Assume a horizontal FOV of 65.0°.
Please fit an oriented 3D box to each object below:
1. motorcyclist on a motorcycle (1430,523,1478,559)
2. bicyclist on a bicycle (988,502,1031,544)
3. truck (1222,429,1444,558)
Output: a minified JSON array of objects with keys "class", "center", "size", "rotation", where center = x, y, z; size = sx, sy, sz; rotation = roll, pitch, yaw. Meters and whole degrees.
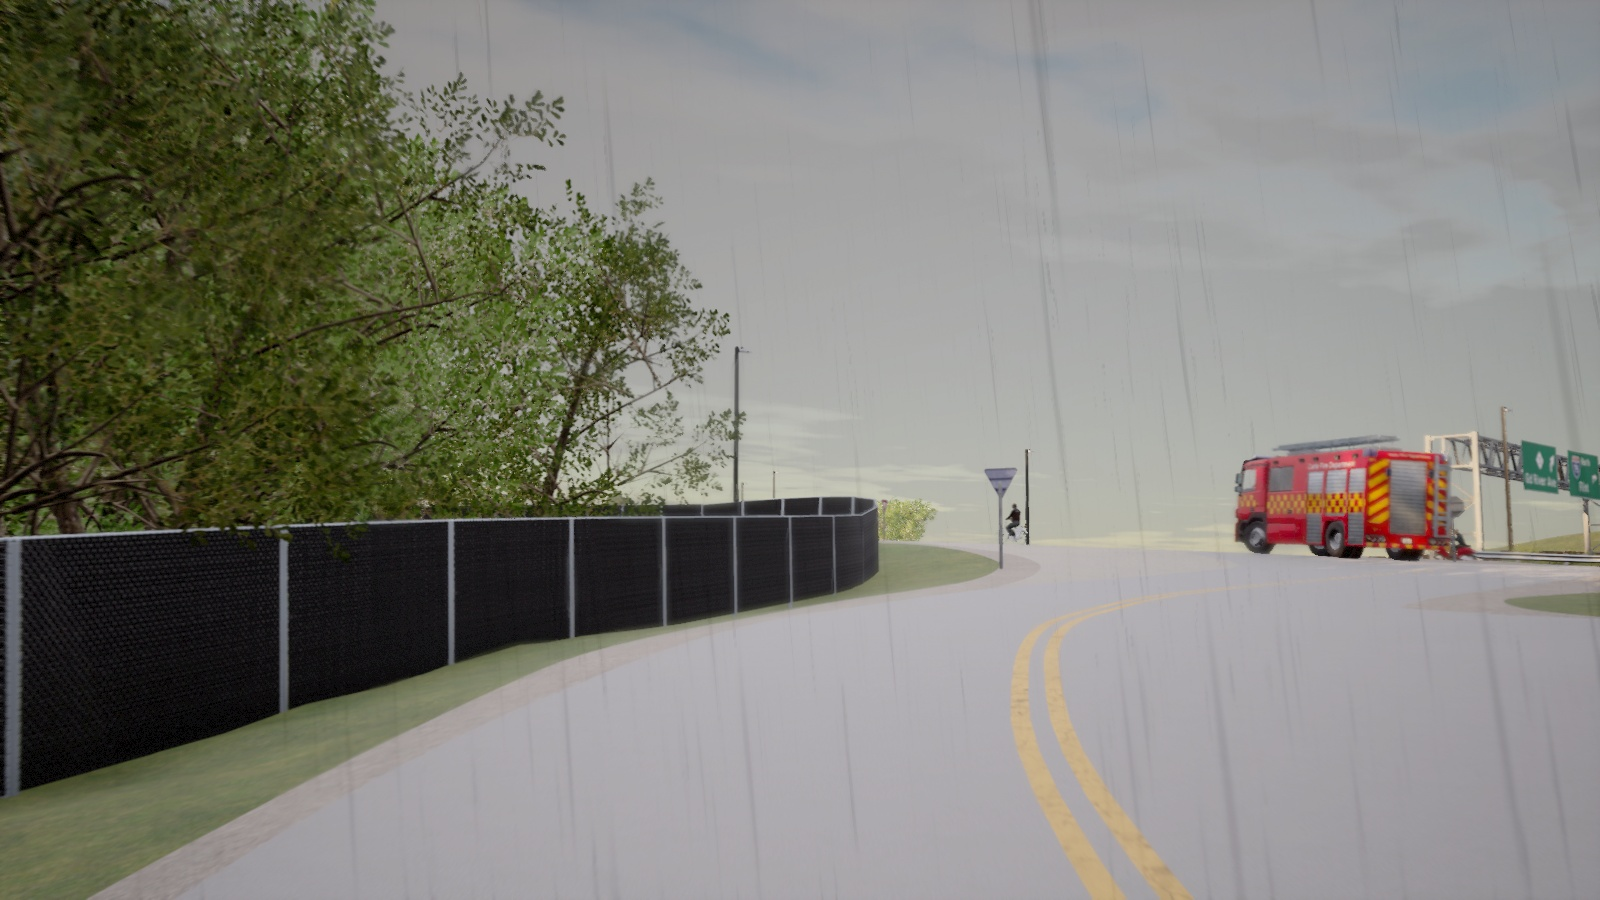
[{"class":"motorcyclist on a motorcycle","center":[30.077,4.179,57.804],"size":[1.817,1.590,0.866],"rotation":[0,-5,18]},{"class":"bicyclist on a bicycle","center":[8.983,3.124,53.921],"size":[0.659,1.776,1.843],"rotation":[5,-5,-36]},{"class":"truck","center":[17.756,1.580,42.617],"size":[2.891,3.827,8.468],"rotation":[3,-4,-8]}]
